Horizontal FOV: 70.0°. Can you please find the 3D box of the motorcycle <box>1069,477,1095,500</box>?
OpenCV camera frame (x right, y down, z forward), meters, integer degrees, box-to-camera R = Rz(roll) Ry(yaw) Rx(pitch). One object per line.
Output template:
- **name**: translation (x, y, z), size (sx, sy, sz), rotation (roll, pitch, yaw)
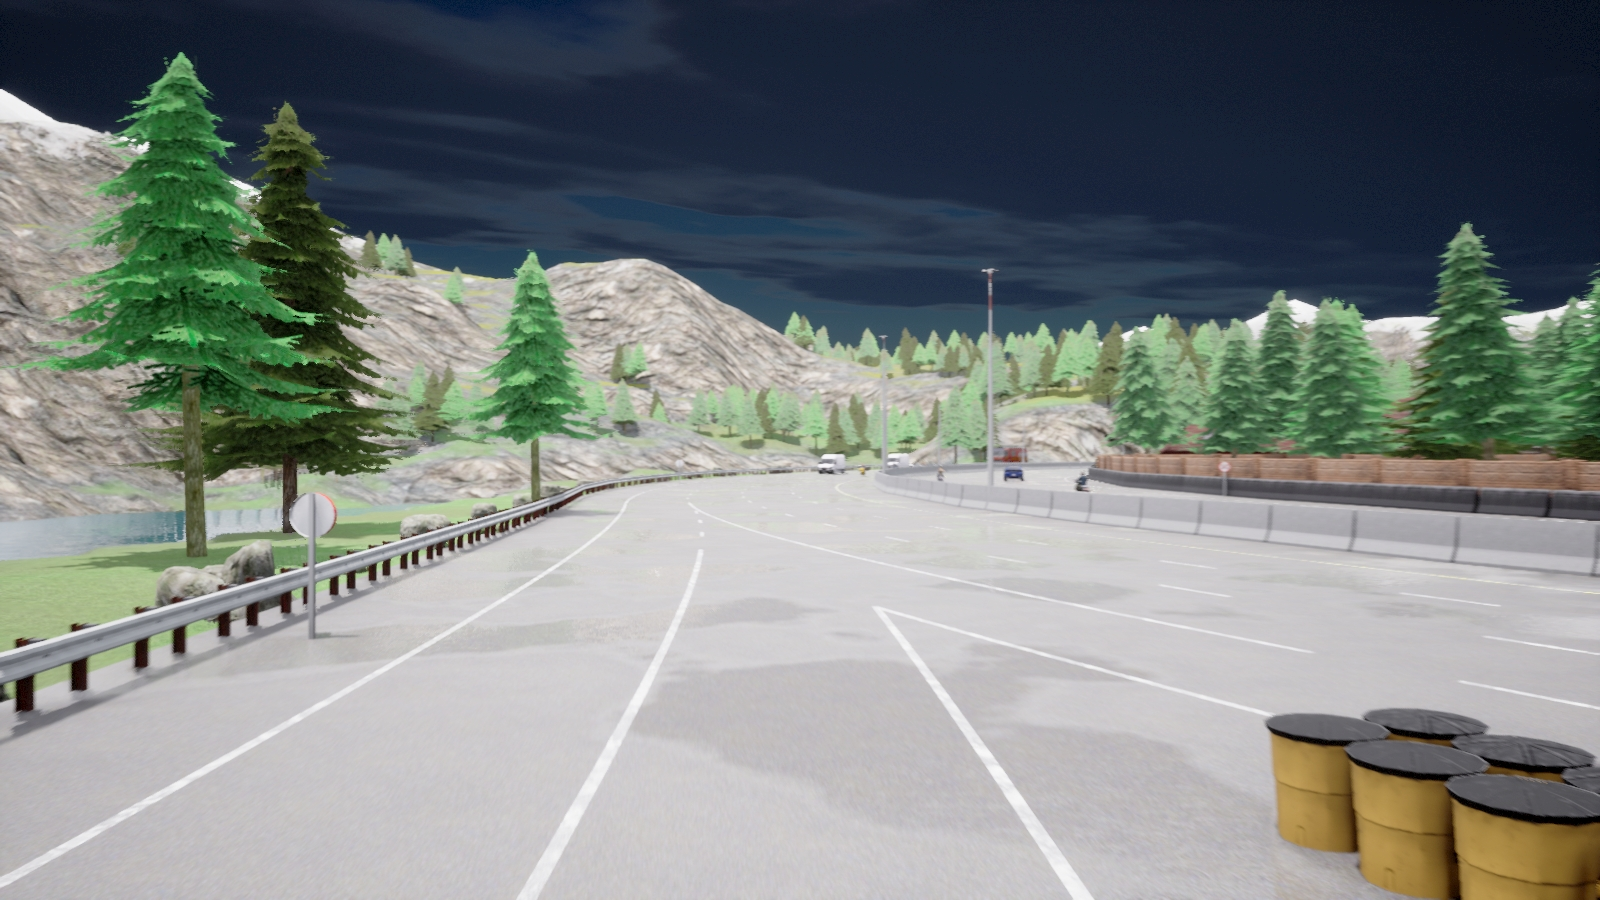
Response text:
- **motorcycle**: translation (16.635, 2.258, 67.397), size (0.856, 1.334, 1.805), rotation (0, 0, -8)
